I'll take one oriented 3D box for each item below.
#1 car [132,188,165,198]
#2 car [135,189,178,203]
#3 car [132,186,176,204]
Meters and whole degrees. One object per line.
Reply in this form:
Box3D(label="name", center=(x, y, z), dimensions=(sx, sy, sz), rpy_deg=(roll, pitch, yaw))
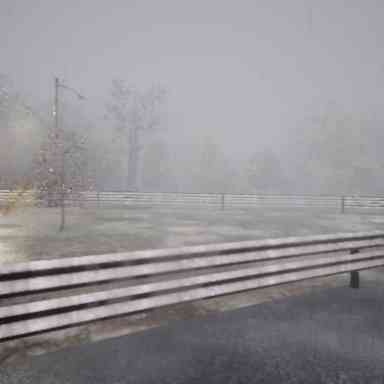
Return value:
Box3D(label="car", center=(-3.870, 0.339, 32.639), dimensions=(4.553, 1.767, 2.097), rpy_deg=(1, 0, -3))
Box3D(label="car", center=(-4.158, 0.498, 39.632), dimensions=(4.892, 1.490, 1.837), rpy_deg=(1, 0, -3))
Box3D(label="car", center=(-4.028, 0.346, 36.135), dimensions=(4.553, 1.767, 2.097), rpy_deg=(1, 0, -3))
